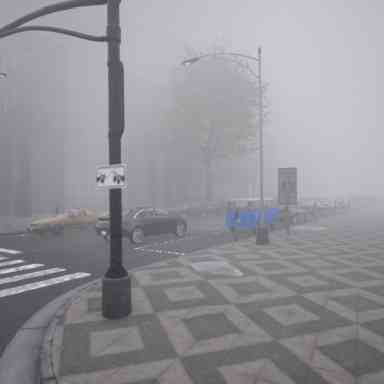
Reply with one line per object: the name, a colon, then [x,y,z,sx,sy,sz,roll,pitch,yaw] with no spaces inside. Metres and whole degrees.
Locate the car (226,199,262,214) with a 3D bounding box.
car: [5.708,1.528,36.133,2.008,1.369,4.403,-1,0,36]

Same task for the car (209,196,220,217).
car: [2.616,1.307,31.842,2.192,1.841,5.009,-1,0,36]

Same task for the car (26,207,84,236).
car: [-6.755,1.564,18.825,1.752,1.417,4.829,-1,0,36]

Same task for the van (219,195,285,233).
van: [3.418,1.212,18.363,1.690,1.788,3.998,-1,0,36]

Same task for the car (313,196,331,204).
car: [24.244,1.452,61.891,2.008,1.369,4.403,-1,-1,36]

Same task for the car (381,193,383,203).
car: [31.977,1.274,58.044,1.752,1.417,4.829,-1,-1,36]

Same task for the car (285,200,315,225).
car: [6.583,1.422,22.756,1.947,1.339,4.313,-1,0,36]

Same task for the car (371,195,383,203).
car: [35.040,1.303,62.300,1.947,1.339,4.313,-1,-1,36]

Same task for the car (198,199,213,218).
car: [-0.471,1.551,27.547,1.887,1.381,4.507,-1,0,36]

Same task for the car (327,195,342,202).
car: [30.011,1.432,69.904,2.008,1.369,4.403,-1,-1,36]

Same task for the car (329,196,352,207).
car: [21.830,1.375,48.675,2.033,1.411,5.357,-1,-1,36]

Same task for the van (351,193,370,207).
van: [22.389,1.127,44.726,1.690,1.788,3.998,-1,0,36]

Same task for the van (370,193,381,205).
van: [28.713,1.102,53.514,1.690,1.788,3.998,-1,-1,36]

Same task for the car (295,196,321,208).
car: [15.988,1.386,45.694,2.128,1.511,4.902,-1,-1,36]

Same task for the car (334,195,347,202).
car: [33.191,1.415,74.323,1.887,1.381,4.507,-1,-1,36]

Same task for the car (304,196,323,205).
car: [21.055,1.439,57.460,1.752,1.417,4.829,-1,0,36]

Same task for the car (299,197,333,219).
car: [9.744,1.385,27.149,1.887,1.381,4.507,-1,0,36]

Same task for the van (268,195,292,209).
van: [11.884,1.292,44.720,1.690,1.788,3.998,-1,0,36]

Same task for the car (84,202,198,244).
car: [-2.139,1.429,15.371,2.128,1.511,4.902,-1,-1,36]

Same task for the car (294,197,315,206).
car: [18.065,1.491,53.304,1.947,1.339,4.313,-1,0,36]

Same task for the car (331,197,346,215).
car: [12.907,1.408,31.544,1.802,1.307,4.206,-1,0,36]

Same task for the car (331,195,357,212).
car: [16.068,1.363,35.937,2.008,1.369,4.403,-1,0,36]

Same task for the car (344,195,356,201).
car: [39.551,1.400,83.161,2.008,1.369,4.403,-1,-1,36]
